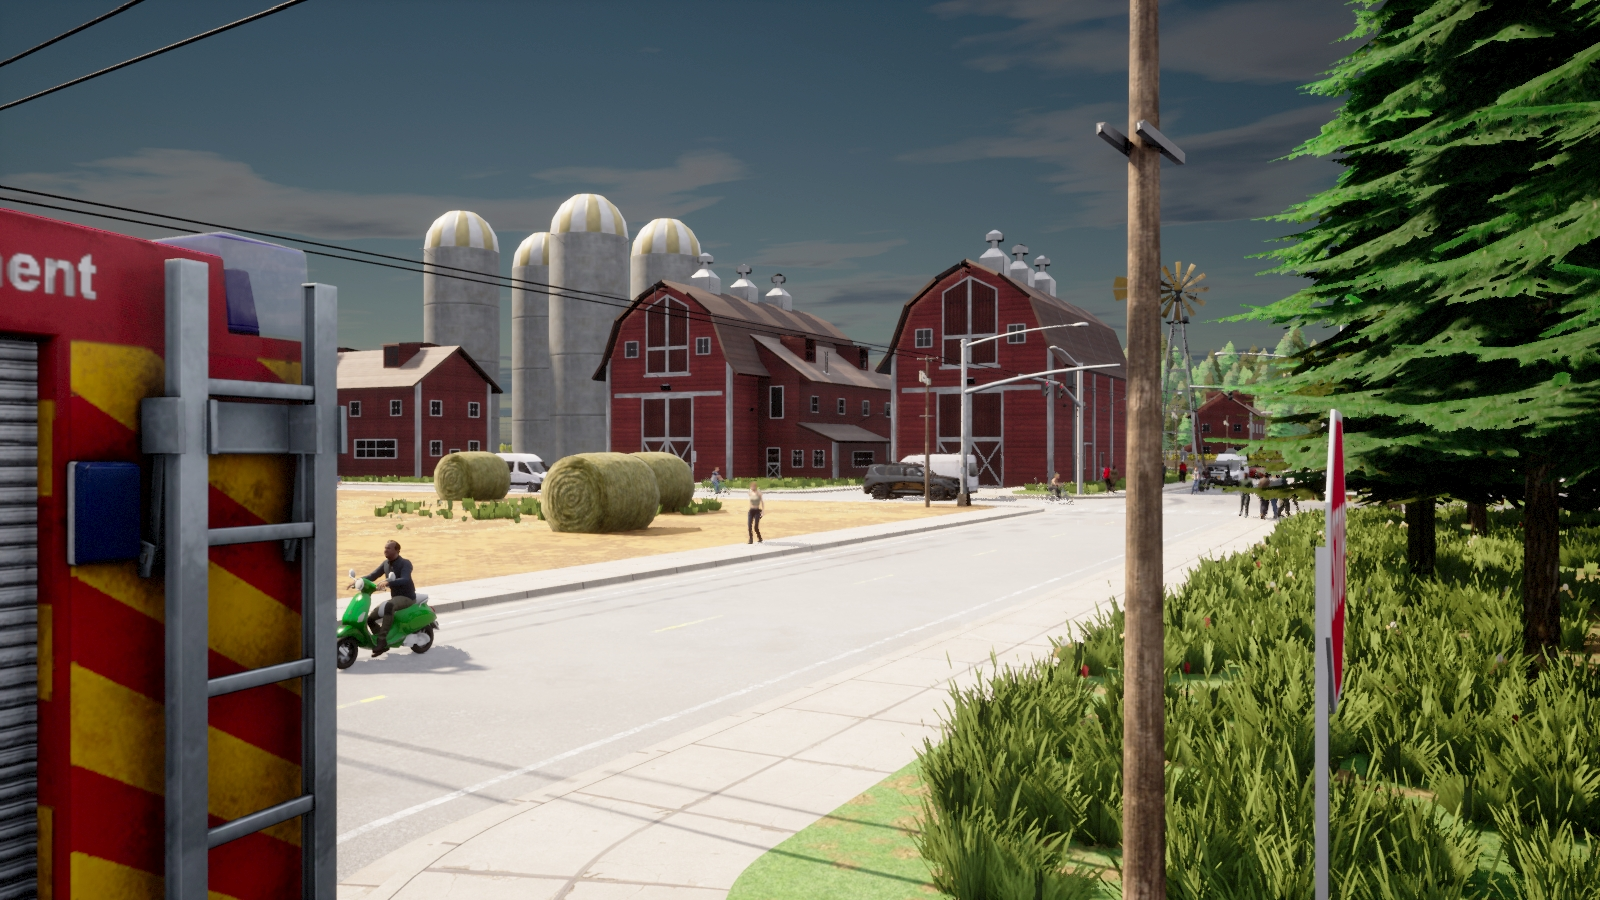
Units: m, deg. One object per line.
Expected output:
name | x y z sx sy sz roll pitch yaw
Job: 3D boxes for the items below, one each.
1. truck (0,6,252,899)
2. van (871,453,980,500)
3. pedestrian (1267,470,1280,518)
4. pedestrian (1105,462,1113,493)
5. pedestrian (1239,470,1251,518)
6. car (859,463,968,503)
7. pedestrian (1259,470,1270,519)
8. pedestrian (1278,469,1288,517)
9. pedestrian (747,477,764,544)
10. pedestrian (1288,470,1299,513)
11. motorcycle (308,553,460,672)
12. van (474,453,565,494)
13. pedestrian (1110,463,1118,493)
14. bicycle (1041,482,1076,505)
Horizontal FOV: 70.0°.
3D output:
truck | -6.098 0.866 3.619 8.468 3.827 2.891 0 0 22
van | 7.215 1.499 65.944 5.915 2.561 1.988 0 0 27
pedestrian | 18.432 1.694 44.442 0.375 1.860 0.375 0 0 6
pedestrian | 19.137 1.696 70.748 0.375 1.860 0.375 0 0 27
pedestrian | 17.344 1.696 44.513 0.375 1.860 0.375 0 0 35
car | 6.185 1.753 62.439 5.566 2.045 2.150 0 0 27
pedestrian | 17.724 1.695 43.593 0.375 1.860 0.375 0 0 27
pedestrian | 18.966 1.694 44.845 0.375 1.860 0.375 0 0 23
pedestrian | -1.258 1.694 32.280 0.375 1.860 0.375 0 0 25
pedestrian | 21.715 1.833 50.242 0.375 1.860 0.375 0 0 33
motorcycle | -5.561 2.142 15.387 0.856 1.316 1.805 0 0 28
van | -18.473 1.496 75.140 5.915 2.561 1.988 0 1 27
pedestrian | 19.133 1.696 69.540 0.375 1.860 0.375 0 0 33
bicycle | 13.269 2.234 58.646 1.487 1.080 0.859 0 2 37
